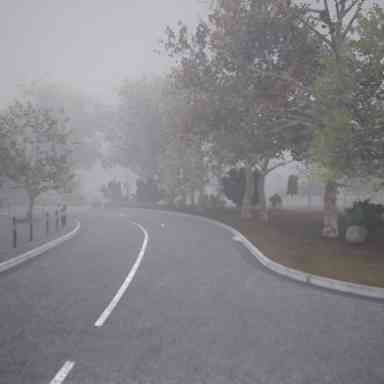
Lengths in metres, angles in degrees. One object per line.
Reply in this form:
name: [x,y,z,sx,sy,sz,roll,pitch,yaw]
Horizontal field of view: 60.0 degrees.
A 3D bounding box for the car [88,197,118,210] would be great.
car: [-11.459,1.469,42.716,4.892,1.490,1.837,1,0,43]
